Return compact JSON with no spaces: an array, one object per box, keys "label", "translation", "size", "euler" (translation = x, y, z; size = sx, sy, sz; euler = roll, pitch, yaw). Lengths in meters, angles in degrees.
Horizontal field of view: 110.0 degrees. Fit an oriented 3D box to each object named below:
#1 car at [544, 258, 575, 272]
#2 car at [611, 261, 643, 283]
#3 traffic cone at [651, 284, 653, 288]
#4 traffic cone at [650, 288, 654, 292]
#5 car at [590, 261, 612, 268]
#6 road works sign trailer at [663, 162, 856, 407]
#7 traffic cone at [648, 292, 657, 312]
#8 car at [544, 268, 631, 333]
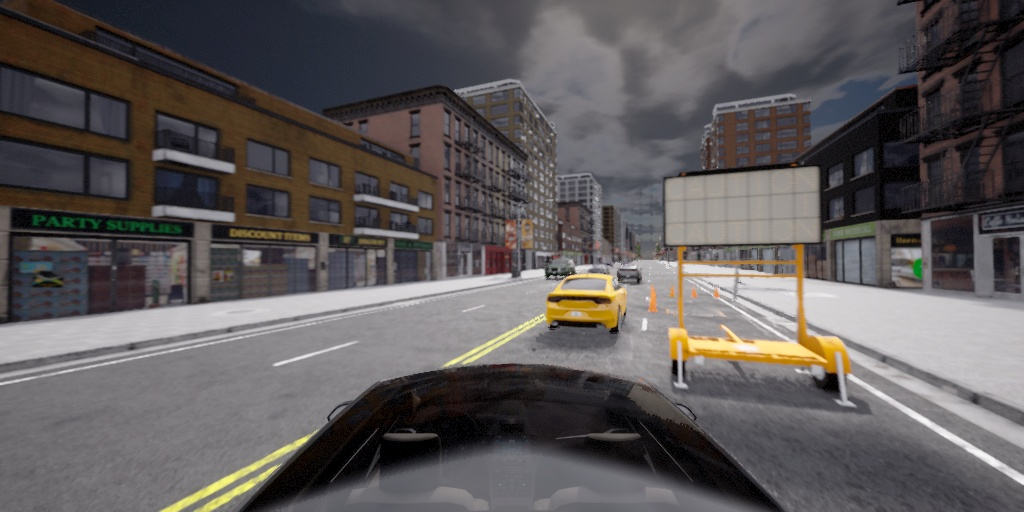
[{"label":"car","translation":[4.928,1.248,36.005],"size":[2.150,2.045,5.566],"euler":[-1,-1,21]},{"label":"car","translation":[10.034,1.428,30.632],"size":[2.128,1.511,4.902],"euler":[-1,-1,21]},{"label":"traffic cone","translation":[6.731,1.795,17.216],"size":[0.340,0.580,0.340],"euler":[0,0,21]},{"label":"traffic cone","translation":[6.007,1.783,15.351],"size":[0.340,0.580,0.340],"euler":[0,0,21]},{"label":"car","translation":[9.268,1.561,38.189],"size":[2.033,1.411,5.357],"euler":[-1,-1,21]},{"label":"road works sign trailer","translation":[4.039,0.226,6.462],"size":[2.380,3.560,2.880],"euler":[0,0,21]},{"label":"traffic cone","translation":[5.284,1.772,13.487],"size":[0.340,0.580,0.340],"euler":[0,0,21]},{"label":"car","translation":[2.480,1.295,11.172],"size":[1.882,1.535,5.008],"euler":[-1,-1,21]}]
